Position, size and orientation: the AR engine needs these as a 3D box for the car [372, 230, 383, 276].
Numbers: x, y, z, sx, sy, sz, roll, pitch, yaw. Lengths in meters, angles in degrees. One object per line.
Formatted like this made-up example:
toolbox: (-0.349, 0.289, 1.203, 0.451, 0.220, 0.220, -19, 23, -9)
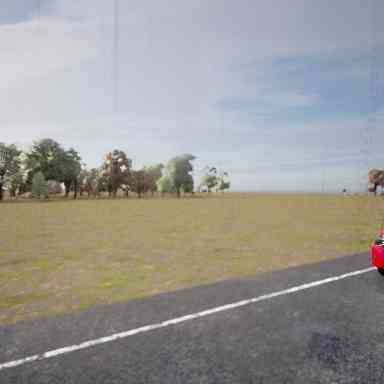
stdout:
car: (7.216, 1.236, 9.132, 5.566, 2.045, 2.150, 0, 0, -35)
